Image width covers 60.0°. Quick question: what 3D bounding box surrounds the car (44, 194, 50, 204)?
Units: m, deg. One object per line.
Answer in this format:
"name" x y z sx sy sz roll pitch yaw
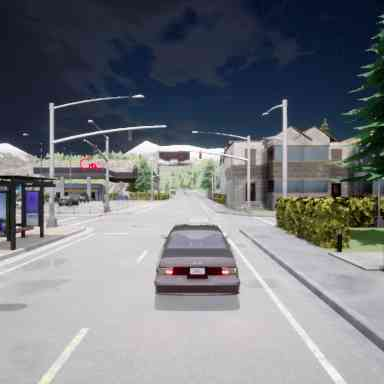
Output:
"car" -25.859 1.289 61.029 1.932 1.855 4.605 0 0 0

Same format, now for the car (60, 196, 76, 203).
"car" -25.916 1.552 69.508 1.970 1.475 3.806 0 0 0

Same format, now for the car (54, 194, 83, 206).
"car" -18.896 1.490 51.033 2.007 1.523 4.514 0 0 0

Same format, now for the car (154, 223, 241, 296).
"car" 0.105 1.547 8.828 2.033 1.411 5.357 0 0 0

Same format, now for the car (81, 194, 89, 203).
"car" -22.590 1.268 68.904 1.905 1.878 3.866 0 0 0
